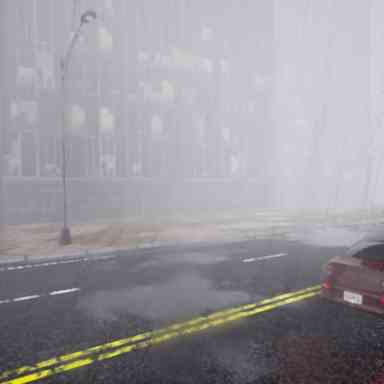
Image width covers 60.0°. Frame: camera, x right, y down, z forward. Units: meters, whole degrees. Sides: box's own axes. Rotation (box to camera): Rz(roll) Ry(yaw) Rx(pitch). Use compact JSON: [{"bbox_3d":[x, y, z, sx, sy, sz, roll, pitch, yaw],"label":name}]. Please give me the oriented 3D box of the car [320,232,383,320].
[{"bbox_3d":[4.449,1.514,6.646,4.674,1.442,1.812,0,0,-35],"label":"car"}]
